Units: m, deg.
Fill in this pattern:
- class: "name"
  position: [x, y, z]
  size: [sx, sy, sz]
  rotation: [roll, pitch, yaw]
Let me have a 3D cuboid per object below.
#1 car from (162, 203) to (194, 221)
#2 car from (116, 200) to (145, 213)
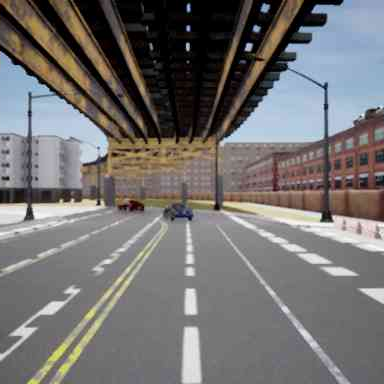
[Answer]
- class: "car"
  position: [-1.296, 1.711, 29.163]
  size: [2.033, 1.411, 5.357]
  rotation: [0, 0, -15]
- class: "car"
  position: [-7.655, 1.708, 40.957]
  size: [1.882, 1.535, 5.008]
  rotation: [0, 0, -37]
